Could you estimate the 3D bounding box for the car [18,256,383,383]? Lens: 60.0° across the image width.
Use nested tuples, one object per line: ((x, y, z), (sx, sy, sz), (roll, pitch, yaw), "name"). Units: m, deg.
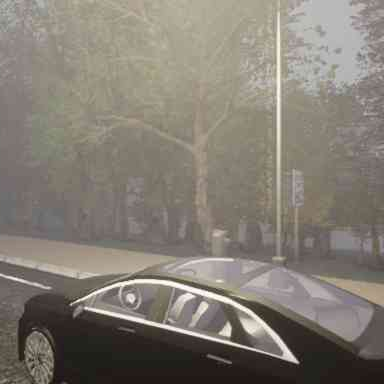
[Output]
((-0.049, 1.513, 3.721), (4.902, 1.511, 2.128), (-1, 0, 36), "car")
